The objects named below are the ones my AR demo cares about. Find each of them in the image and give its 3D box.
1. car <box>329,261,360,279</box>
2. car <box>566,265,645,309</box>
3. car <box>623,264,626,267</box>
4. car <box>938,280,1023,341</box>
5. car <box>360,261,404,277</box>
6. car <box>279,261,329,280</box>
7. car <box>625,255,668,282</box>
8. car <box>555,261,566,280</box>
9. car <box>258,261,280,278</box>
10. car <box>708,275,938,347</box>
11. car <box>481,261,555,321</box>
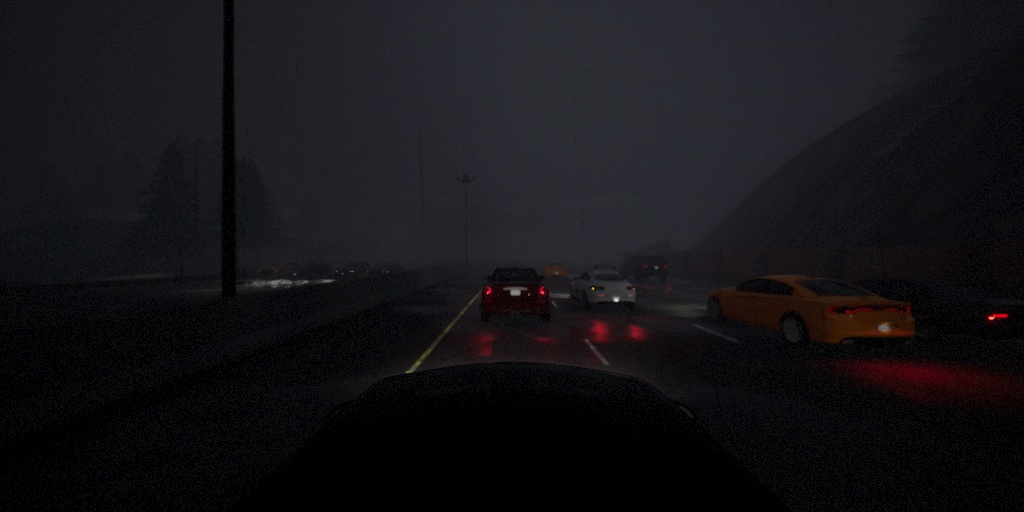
[{"bbox_3d":[-14.069,1.231,32.177,1.837,1.490,4.892,0,0,0],"label":"car"},{"bbox_3d":[3.602,1.265,14.690,1.812,1.442,4.674,0,0,0],"label":"car"},{"bbox_3d":[7.104,1.330,28.319,1.895,1.301,4.718,0,0,0],"label":"car"},{"bbox_3d":[10.602,1.291,9.825,2.033,1.411,5.357,0,0,0],"label":"car"},{"bbox_3d":[-10.584,1.205,30.155,1.882,1.535,5.008,0,0,0],"label":"car"},{"bbox_3d":[-17.572,1.218,31.486,2.128,1.511,4.902,0,0,0],"label":"car"},{"bbox_3d":[10.604,0.950,29.005,2.150,2.045,5.566,0,0,0],"label":"car"},{"bbox_3d":[3.604,1.204,31.426,1.882,1.535,5.008,0,0,0],"label":"car"},{"bbox_3d":[-21.063,1.203,33.079,1.882,1.535,5.008,0,0,0],"label":"car"},{"bbox_3d":[7.102,1.222,9.316,1.882,1.535,5.008,0,0,0],"label":"car"},{"bbox_3d":[0.101,1.093,12.582,2.097,1.767,4.553,0,0,0],"label":"car"}]
